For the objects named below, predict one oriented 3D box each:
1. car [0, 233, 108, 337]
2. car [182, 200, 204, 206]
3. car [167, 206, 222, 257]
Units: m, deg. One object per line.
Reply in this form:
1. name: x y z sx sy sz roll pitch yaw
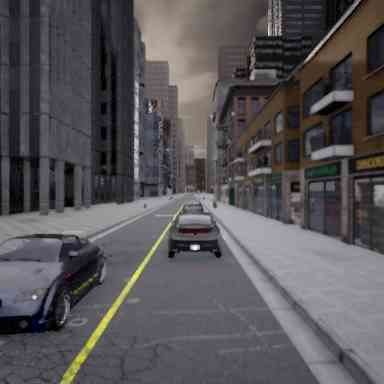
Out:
1. car: -3.101 1.562 6.697 1.994 1.385 4.181 0 0 0
2. car: 0.094 1.488 31.279 2.128 1.511 4.902 0 0 0
3. car: 0.098 1.502 12.979 1.837 1.490 4.892 0 0 0
